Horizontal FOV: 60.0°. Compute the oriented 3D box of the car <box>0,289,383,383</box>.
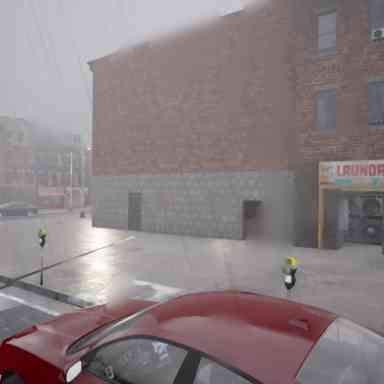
[{"bbox_3d":[0.132,1.544,2.704,4.507,1.381,1.887,0,1,36],"label":"car"}]

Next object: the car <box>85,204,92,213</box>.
[{"bbox_3d":[-11.061,1.770,41.721,2.097,1.767,4.553,1,0,36],"label":"car"}]

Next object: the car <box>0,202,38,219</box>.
[{"bbox_3d":[-17.653,1.777,32.546,1.837,1.490,4.892,1,-1,36],"label":"car"}]
